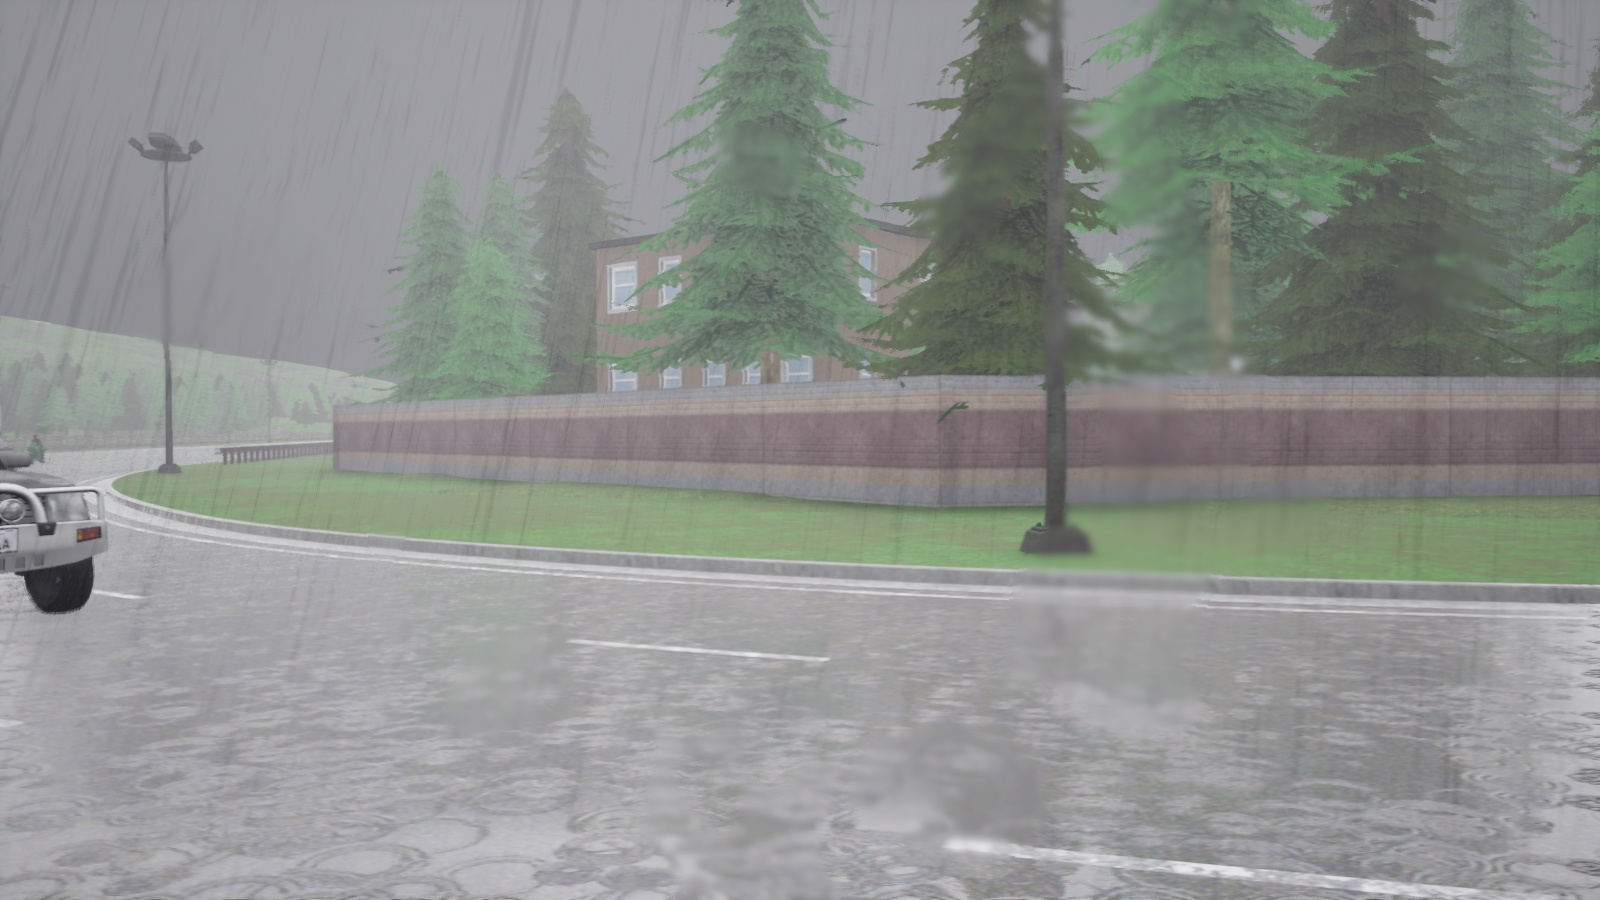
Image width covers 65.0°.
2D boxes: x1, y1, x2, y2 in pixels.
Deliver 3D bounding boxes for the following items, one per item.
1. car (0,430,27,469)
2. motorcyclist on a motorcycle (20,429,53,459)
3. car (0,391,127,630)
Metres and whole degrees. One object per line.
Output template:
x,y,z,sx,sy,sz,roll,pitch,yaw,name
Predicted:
-31.609,-0.028,48.173,2.163,1.488,4.792,0,1,-17,car
-39.138,-0.322,64.410,0.797,1.523,2.044,0,1,-12,motorcyclist on a motorcycle
-8.083,0.443,11.116,4.605,1.855,1.932,1,1,36,car
